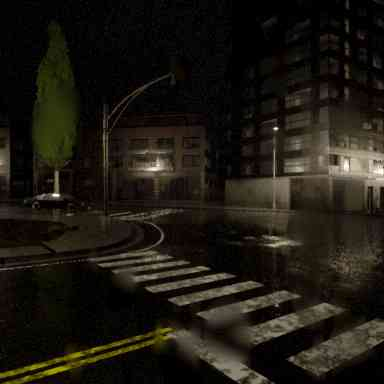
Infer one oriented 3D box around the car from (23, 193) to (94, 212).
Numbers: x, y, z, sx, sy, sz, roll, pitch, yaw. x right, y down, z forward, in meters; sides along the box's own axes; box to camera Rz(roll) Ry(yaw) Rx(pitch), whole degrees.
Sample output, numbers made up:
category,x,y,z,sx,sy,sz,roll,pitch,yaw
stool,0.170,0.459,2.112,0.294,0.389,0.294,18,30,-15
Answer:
category,x,y,z,sx,sy,sz,roll,pitch,yaw
car,-10.548,0.787,26.294,5.357,1.411,2.033,1,0,11
